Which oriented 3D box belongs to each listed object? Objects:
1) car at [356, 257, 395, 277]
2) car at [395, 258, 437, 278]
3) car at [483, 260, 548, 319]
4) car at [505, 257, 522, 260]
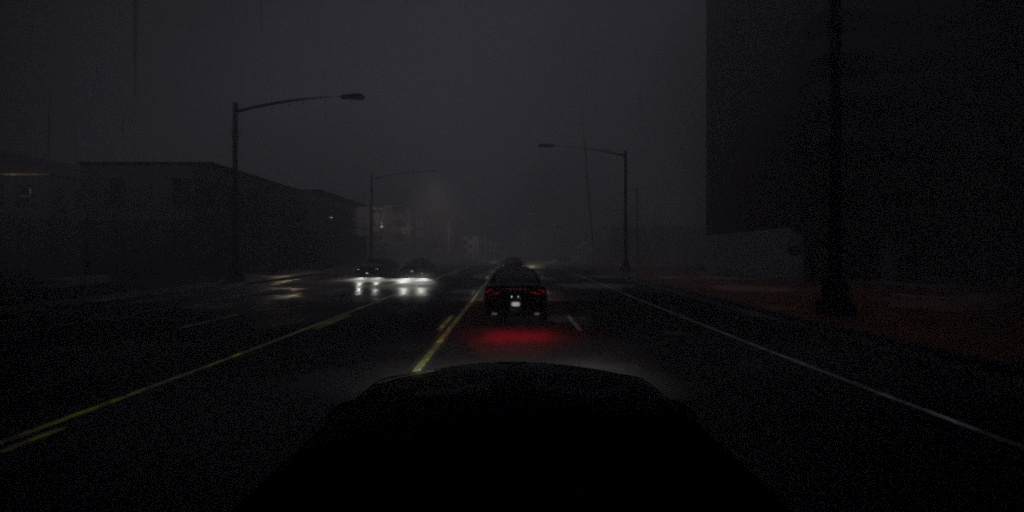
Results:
[{"bbox_3d":[-10.497,0.809,28.616,2.033,1.411,5.357,0,1,0],"label":"car"},{"bbox_3d":[-7.011,0.857,27.168,1.994,1.385,4.181,0,1,1],"label":"car"},{"bbox_3d":[0.106,1.097,12.158,1.882,1.535,5.008,0,1,0],"label":"car"},{"bbox_3d":[0.099,0.795,28.396,1.812,1.442,4.674,0,1,0],"label":"car"}]
